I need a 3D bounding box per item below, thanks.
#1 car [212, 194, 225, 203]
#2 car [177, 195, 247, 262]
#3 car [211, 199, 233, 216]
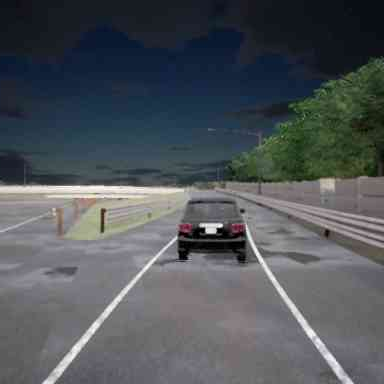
[{"bbox_3d":[4.334,1.074,54.764,1.895,1.301,4.718,0,1,3],"label":"car"},{"bbox_3d":[0.794,1.195,12.192,2.150,2.045,5.566,0,0,5],"label":"car"},{"bbox_3d":[2.906,1.436,32.519,1.994,1.385,4.181,0,1,5],"label":"car"}]
